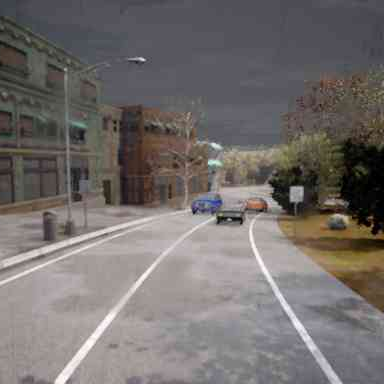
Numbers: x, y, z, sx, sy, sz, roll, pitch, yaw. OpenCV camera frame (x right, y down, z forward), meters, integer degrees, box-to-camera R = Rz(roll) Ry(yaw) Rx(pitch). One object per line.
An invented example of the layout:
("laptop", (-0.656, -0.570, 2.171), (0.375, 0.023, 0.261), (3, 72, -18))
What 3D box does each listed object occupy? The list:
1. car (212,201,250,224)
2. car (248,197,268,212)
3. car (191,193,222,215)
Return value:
("car", (2.997, 1.577, 24.572), (1.895, 1.301, 4.718), (1, 0, 12))
("car", (8.178, 1.436, 41.500), (2.097, 1.767, 4.553), (2, 0, 21))
("car", (1.599, 1.131, 32.868), (2.150, 2.045, 5.566), (2, 0, 16))
